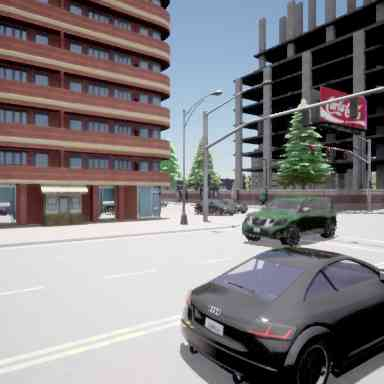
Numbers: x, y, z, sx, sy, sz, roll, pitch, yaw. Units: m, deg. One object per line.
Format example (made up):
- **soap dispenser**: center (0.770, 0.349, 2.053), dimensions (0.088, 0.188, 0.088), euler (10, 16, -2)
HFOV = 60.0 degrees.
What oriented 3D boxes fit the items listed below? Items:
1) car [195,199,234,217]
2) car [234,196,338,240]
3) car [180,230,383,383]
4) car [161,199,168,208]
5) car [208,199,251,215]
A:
- **car**: center (2.230, 1.505, 31.893), dimensions (1.837, 1.490, 4.892), euler (0, 0, -35)
- **car**: center (4.766, 1.221, 15.604), dimensions (5.566, 2.045, 2.150), euler (0, 1, -42)
- **car**: center (1.895, 1.564, 5.115), dimensions (4.181, 1.385, 1.994), euler (0, 0, -35)
- **car**: center (-5.360, 1.477, 48.368), dimensions (1.882, 1.535, 5.008), euler (0, 0, -36)
- **car**: center (3.918, 1.504, 35.544), dimensions (1.837, 1.490, 4.892), euler (0, 0, -36)
